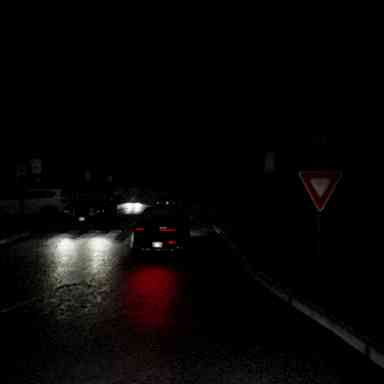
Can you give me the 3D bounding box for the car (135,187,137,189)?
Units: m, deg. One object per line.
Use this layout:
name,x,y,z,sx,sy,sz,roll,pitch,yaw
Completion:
car,-15.661,0.233,75.904,4.792,1.488,2.163,-1,1,-25

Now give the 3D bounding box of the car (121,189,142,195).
car,-17.077,-0.046,93.905,5.366,1.575,1.946,-1,1,-25

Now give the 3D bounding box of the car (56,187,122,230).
car,-5.513,0.882,18.652,2.150,2.045,5.566,0,1,-5

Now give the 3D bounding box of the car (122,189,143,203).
car,-7.782,0.693,45.236,2.128,1.511,4.902,0,1,-4

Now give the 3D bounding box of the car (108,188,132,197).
car,-15.214,0.165,69.897,4.553,1.767,2.185,-1,1,-25

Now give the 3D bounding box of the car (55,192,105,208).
car,-12.418,0.821,36.995,5.008,1.535,2.097,-1,1,-25

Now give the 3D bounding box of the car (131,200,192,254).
car,-1.047,1.279,12.356,1.837,1.490,4.892,1,1,0

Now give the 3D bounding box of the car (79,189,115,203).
car,-13.153,0.541,45.982,4.553,1.767,2.185,-1,1,-25

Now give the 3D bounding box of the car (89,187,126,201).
car,-13.912,0.267,54.962,5.566,2.045,2.435,-1,1,-25

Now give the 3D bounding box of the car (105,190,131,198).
car,-14.928,0.374,66.917,4.674,1.452,2.002,-1,1,-25

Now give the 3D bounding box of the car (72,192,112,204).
car,-12.934,0.758,42.984,4.674,1.452,2.002,-1,1,-25

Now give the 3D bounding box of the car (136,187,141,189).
car,-16.725,0.042,87.847,4.892,1.521,2.231,-1,1,-25

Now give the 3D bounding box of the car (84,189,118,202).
car,-13.404,0.491,48.972,4.553,1.767,2.185,-1,1,-25

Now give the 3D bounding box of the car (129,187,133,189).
car,-14.265,0.419,61.016,5.366,1.575,1.946,-1,1,-25

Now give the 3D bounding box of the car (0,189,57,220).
car,-11.147,0.830,22.010,5.566,2.045,2.435,-1,1,-25

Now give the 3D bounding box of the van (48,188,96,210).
van,-12.276,0.649,33.947,4.442,1.987,1.878,-1,1,-25

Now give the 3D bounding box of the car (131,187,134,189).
car,-14.673,0.128,63.946,5.566,2.045,2.435,-1,1,-25

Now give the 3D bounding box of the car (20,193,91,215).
car,-11.483,0.970,28.100,5.366,1.575,1.946,-1,1,-25

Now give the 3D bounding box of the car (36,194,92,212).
car,-11.917,0.965,31.015,4.674,1.452,2.002,-1,1,-25

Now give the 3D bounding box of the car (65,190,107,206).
car,-12.713,0.644,39.981,4.553,1.767,2.185,-1,1,-25

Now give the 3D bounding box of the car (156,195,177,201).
car,-2.396,0.989,31.612,2.033,1.411,5.357,0,1,-5

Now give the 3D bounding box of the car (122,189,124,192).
car,-13.661,0.597,51.977,4.792,1.488,2.163,-1,1,-25
